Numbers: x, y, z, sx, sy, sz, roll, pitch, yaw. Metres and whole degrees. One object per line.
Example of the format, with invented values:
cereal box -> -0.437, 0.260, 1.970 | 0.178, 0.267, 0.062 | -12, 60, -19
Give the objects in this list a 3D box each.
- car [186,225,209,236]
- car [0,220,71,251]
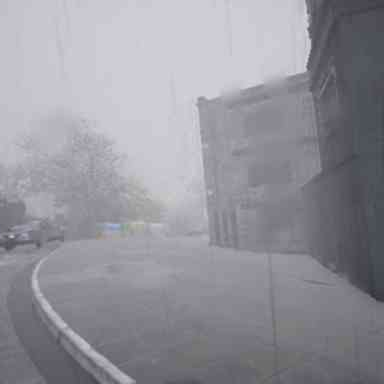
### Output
car -> 1.211, 5.077, 43.494 | 2.033, 1.411, 5.357 | -7, -9, 28
car -> -8.488, 2.277, 18.244 | 2.033, 1.411, 5.357 | -5, -3, 0
